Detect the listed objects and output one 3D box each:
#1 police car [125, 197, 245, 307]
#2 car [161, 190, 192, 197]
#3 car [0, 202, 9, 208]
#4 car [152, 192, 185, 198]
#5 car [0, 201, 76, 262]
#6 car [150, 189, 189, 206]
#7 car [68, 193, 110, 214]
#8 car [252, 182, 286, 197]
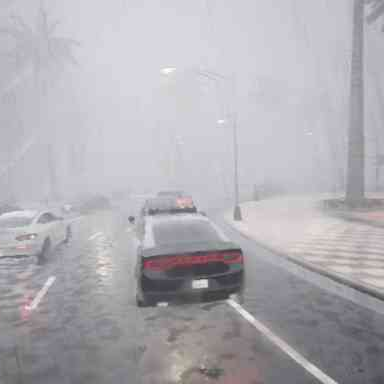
[{"bbox_3d":[-0.459,1.155,7.672,1.930,1.638,5.238,-2,2,-13],"label":"police car"},{"bbox_3d":[-1.147,0.633,21.206,2.097,1.767,4.553,-2,2,7],"label":"car"},{"bbox_3d":[-12.703,1.289,20.335,1.895,1.301,4.718,-2,2,5],"label":"car"},{"bbox_3d":[-1.433,0.974,16.117,1.837,1.490,4.892,-2,2,0],"label":"car"},{"bbox_3d":[-5.335,1.302,10.895,1.812,1.442,4.674,-2,2,-8],"label":"car"},{"bbox_3d":[-2.094,0.496,32.153,1.994,1.385,4.181,-1,2,25],"label":"car"},{"bbox_3d":[-8.226,0.837,25.979,2.128,1.511,4.902,-2,2,14],"label":"car"},{"bbox_3d":[9.462,-0.390,40.783,4.553,1.767,2.097,-4,3,-38],"label":"car"}]
